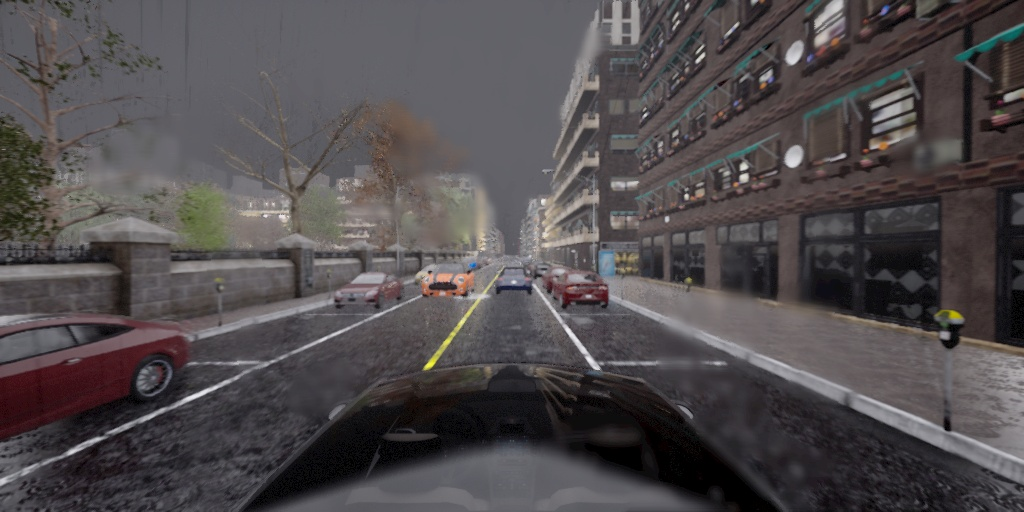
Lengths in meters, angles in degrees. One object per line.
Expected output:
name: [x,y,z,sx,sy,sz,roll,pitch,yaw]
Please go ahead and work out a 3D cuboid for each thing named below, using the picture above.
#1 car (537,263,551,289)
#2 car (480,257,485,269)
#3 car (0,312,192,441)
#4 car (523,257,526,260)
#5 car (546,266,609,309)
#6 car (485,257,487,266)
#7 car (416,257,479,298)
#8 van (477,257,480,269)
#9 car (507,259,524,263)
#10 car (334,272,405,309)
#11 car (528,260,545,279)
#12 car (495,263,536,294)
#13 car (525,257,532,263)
car: [2.695,1.278,20.360,1.888,1.381,4.507,0,0,0]
car: [-5.678,1.026,53.572,2.192,1.841,5.009,0,0,0]
car: [-5.690,1.329,3.755,1.802,1.307,4.207,0,0,0]
car: [2.704,1.275,59.106,1.948,1.339,4.313,0,0,0]
car: [2.694,1.283,14.825,1.888,1.381,4.507,0,0,0]
car: [-5.676,1.259,59.107,2.007,1.370,4.403,0,0,0]
car: [-3.095,1.086,18.235,2.097,1.767,4.553,0,0,0]
van: [-5.679,1.055,48.036,1.690,1.789,3.998,0,0,0]
car: [0.106,1.320,40.239,1.895,1.301,4.718,0,0,1]
car: [-5.687,1.319,14.826,1.802,1.307,4.207,0,0,0]
car: [2.697,1.291,31.430,1.948,1.339,4.313,0,0,0]
car: [0.103,1.296,20.204,1.994,1.385,4.181,0,0,0]
car: [2.699,1.161,36.965,1.967,1.591,4.097,0,0,0]
